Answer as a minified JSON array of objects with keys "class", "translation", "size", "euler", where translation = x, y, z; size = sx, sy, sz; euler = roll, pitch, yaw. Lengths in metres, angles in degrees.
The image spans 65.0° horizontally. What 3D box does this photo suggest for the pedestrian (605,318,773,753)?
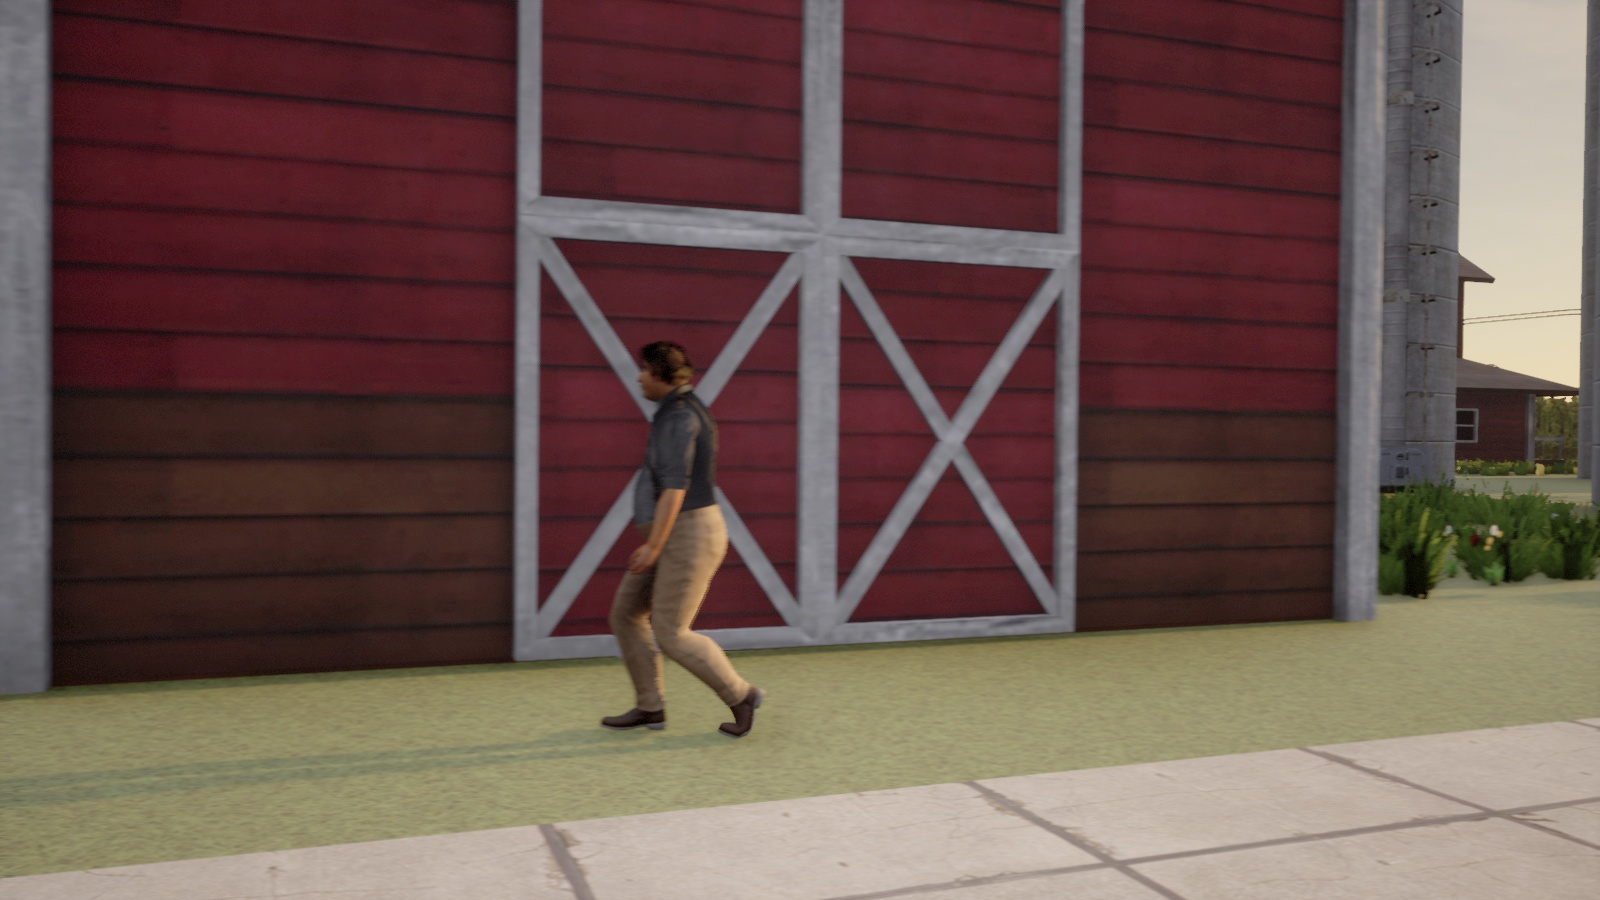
[{"class":"pedestrian","translation":[-0.487,0.362,5.630],"size":[0.694,1.848,0.540],"euler":[-1,1,-3]}]
